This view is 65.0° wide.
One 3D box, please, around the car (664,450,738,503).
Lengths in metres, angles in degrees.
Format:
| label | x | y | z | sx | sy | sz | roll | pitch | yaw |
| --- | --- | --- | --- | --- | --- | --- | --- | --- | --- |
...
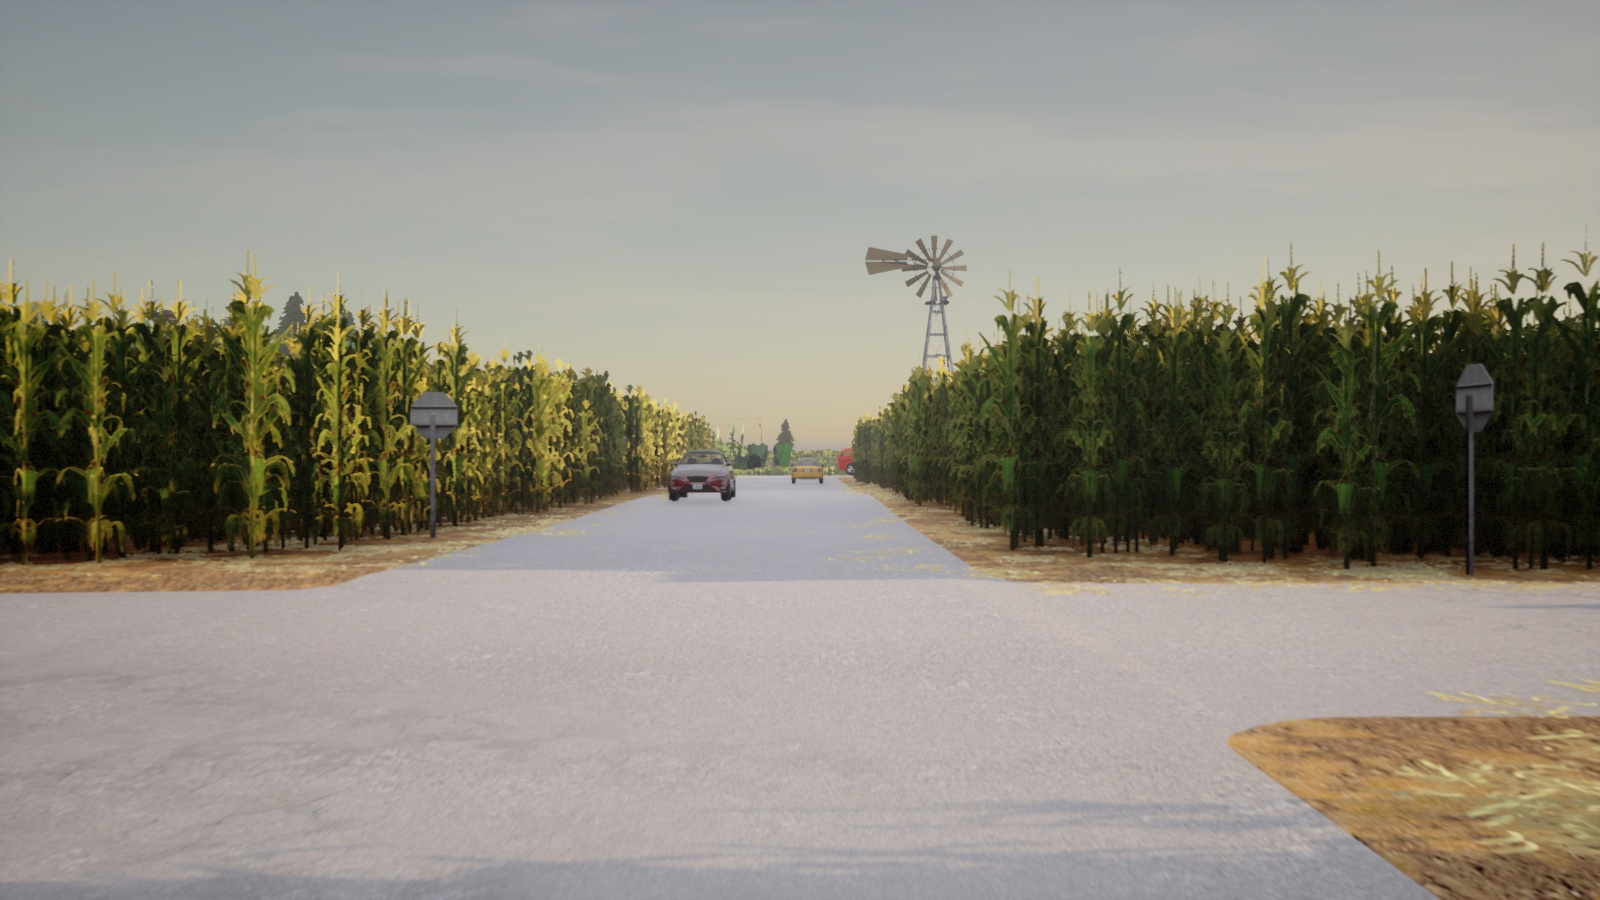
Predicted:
| label | x | y | z | sx | sy | sz | roll | pitch | yaw |
| --- | --- | --- | --- | --- | --- | --- | --- | --- | --- |
| car | -2.875 | 0.737 | 37.193 | 1.816 | 1.474 | 4.193 | 0 | 0 | 0 |

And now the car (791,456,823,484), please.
| label | x | y | z | sx | sy | sz | roll | pitch | yaw |
| --- | --- | --- | --- | --- | --- | --- | --- | --- | --- |
| car | 0.428 | 1.120 | 72.885 | 1.801 | 1.575 | 5.366 | 0 | 0 | 0 |

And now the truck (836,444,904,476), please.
| label | x | y | z | sx | sy | sz | roll | pitch | yaw |
| --- | --- | --- | --- | --- | --- | --- | --- | --- | --- |
| truck | 5.397 | 0.777 | 97.547 | 5.204 | 2.467 | 2.627 | 0 | 0 | 2 |
